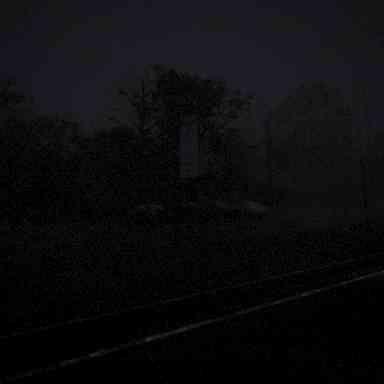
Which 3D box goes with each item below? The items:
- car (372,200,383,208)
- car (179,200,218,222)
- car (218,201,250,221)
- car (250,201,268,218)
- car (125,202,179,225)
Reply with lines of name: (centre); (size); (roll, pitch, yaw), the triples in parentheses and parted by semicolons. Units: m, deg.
car: (27.869, 1.547, 46.407); (2.097, 1.535, 5.008); (0, 0, -35)
car: (-0.554, 1.480, 26.143); (2.231, 1.521, 4.892); (0, 0, -35)
car: (2.105, 1.485, 28.052); (2.097, 1.535, 5.008); (0, 0, -35)
car: (4.673, 1.530, 29.873); (2.002, 1.452, 4.674); (0, 0, -35)
car: (-3.223, 1.513, 24.243); (2.002, 1.452, 4.674); (0, 0, -35)
